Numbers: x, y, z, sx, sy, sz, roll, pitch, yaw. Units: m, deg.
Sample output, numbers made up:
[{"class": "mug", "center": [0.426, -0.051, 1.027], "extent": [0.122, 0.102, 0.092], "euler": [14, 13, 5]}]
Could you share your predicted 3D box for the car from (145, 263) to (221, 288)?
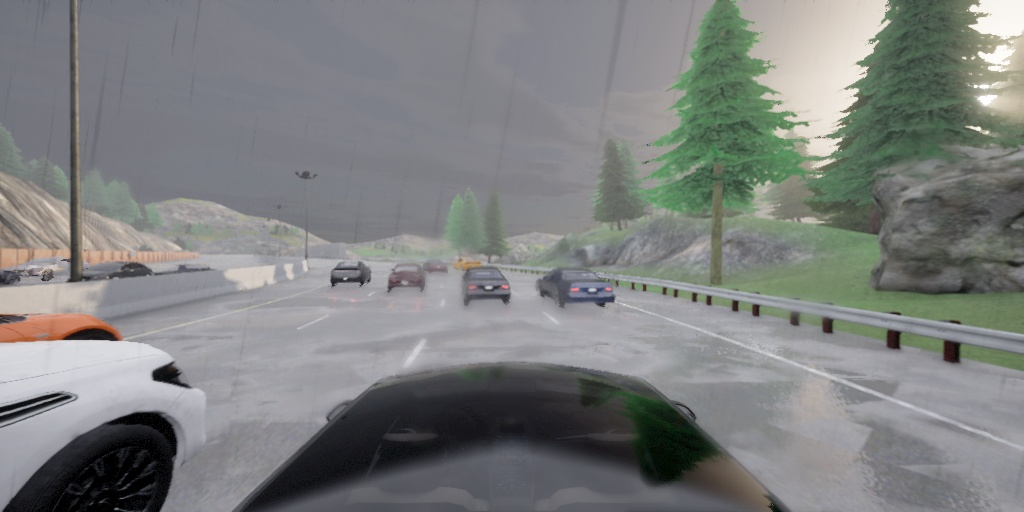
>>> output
[{"class": "car", "center": [-21.214, 1.188, 23.418], "extent": [1.895, 1.301, 4.718], "euler": [0, 0, -18]}]

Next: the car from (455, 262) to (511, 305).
[{"class": "car", "center": [-1.263, 1.184, 15.507], "extent": [2.033, 1.411, 5.357], "euler": [0, 0, -10]}]

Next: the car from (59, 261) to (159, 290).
[{"class": "car", "center": [-24.476, 1.110, 22.101], "extent": [1.837, 1.490, 4.892], "euler": [0, 0, -18]}]

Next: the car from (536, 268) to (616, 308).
[{"class": "car", "center": [2.375, 1.188, 14.681], "extent": [2.033, 1.411, 5.357], "euler": [0, 0, -8]}]

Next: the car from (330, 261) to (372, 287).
[{"class": "car", "center": [-10.141, 1.075, 22.788], "extent": [2.128, 1.511, 4.902], "euler": [0, 0, -15]}]

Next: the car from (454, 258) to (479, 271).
[{"class": "car", "center": [-4.852, 0.926, 38.588], "extent": [1.882, 1.535, 5.008], "euler": [0, 0, -24]}]

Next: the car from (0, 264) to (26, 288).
[{"class": "car", "center": [-31.320, 1.212, 20.612], "extent": [1.994, 1.385, 4.181], "euler": [0, 1, -19]}]

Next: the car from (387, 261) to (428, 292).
[{"class": "car", "center": [-5.774, 1.129, 19.919], "extent": [1.812, 1.442, 4.674], "euler": [0, 0, -13]}]

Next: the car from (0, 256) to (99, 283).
[{"class": "car", "center": [-28.021, 0.746, 21.776], "extent": [1.812, 1.442, 4.674], "euler": [0, 1, -19]}]

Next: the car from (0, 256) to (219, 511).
[{"class": "car", "center": [-3.573, 0.982, 0.485], "extent": [2.150, 2.045, 5.566], "euler": [0, 0, 0]}]

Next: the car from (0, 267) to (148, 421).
[{"class": "car", "center": [-7.162, 1.091, 3.763], "extent": [2.097, 1.767, 4.553], "euler": [0, 1, -1]}]

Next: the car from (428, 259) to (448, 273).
[{"class": "car", "center": [-8.060, 1.026, 37.189], "extent": [1.994, 1.385, 4.181], "euler": [0, 0, -24]}]
